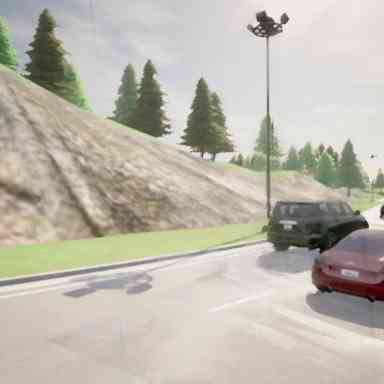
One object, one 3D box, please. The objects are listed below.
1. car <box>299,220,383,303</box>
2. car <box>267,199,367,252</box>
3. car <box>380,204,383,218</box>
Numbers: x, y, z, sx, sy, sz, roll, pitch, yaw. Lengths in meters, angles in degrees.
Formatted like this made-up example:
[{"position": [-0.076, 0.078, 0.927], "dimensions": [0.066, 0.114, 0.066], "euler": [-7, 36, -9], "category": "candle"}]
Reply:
[{"position": [4.655, 1.592, 7.988], "dimensions": [4.181, 1.385, 1.994], "euler": [0, 0, -42], "category": "car"}, {"position": [5.163, 1.278, 13.245], "dimensions": [2.150, 2.045, 5.566], "euler": [0, 0, 45], "category": "car"}, {"position": [18.616, 1.574, 30.744], "dimensions": [1.882, 1.535, 5.008], "euler": [0, 0, 34], "category": "car"}]
